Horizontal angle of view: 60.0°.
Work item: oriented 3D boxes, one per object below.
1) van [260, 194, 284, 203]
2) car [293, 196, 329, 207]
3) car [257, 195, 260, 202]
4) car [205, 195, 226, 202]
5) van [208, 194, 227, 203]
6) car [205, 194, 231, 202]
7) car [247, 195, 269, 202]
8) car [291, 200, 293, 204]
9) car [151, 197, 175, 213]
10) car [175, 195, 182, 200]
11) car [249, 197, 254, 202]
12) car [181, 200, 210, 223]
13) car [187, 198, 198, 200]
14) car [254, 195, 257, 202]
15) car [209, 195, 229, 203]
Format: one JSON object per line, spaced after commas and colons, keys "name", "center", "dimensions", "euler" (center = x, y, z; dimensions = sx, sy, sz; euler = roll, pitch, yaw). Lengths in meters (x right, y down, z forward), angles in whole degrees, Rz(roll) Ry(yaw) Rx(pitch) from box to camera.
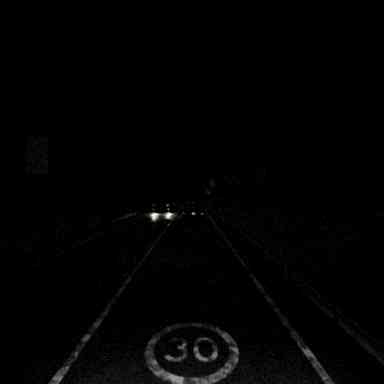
{"name": "van", "center": [18.420, 1.465, 75.539], "dimensions": [4.442, 1.987, 1.878], "euler": [0, -1, 0]}
{"name": "car", "center": [18.748, 1.393, 51.573], "dimensions": [4.553, 1.767, 2.185], "euler": [0, 0, 0]}
{"name": "car", "center": [18.699, 1.739, 78.331], "dimensions": [5.366, 1.575, 1.946], "euler": [0, -1, 0]}
{"name": "car", "center": [6.185, 1.726, 88.233], "dimensions": [5.566, 2.045, 2.435], "euler": [0, -2, -1]}
{"name": "van", "center": [6.331, 1.593, 82.043], "dimensions": [4.442, 1.987, 1.878], "euler": [0, -1, 0]}
{"name": "car", "center": [6.079, 1.694, 76.082], "dimensions": [5.366, 1.575, 1.946], "euler": [0, -1, 0]}
{"name": "car", "center": [18.347, 1.851, 92.171], "dimensions": [5.566, 2.045, 2.435], "euler": [0, -2, -1]}
{"name": "car", "center": [18.677, 1.564, 54.743], "dimensions": [4.674, 1.452, 2.002], "euler": [0, 0, 0]}
{"name": "car", "center": [-3.351, 1.407, 37.822], "dimensions": [2.097, 1.767, 4.553], "euler": [0, 0, 0]}
{"name": "car", "center": [-3.300, 1.447, 78.284], "dimensions": [1.882, 1.535, 5.008], "euler": [0, -1, 0]}
{"name": "car", "center": [18.417, 1.685, 86.712], "dimensions": [5.566, 2.045, 2.435], "euler": [0, -2, -1]}
{"name": "car", "center": [0.096, 1.585, 25.953], "dimensions": [2.033, 1.411, 5.357], "euler": [0, 0, 0]}
{"name": "car", "center": [0.093, 1.554, 43.028], "dimensions": [2.128, 1.511, 4.902], "euler": [0, 0, 0]}
{"name": "car", "center": [18.677, 1.794, 80.992], "dimensions": [5.366, 1.575, 1.946], "euler": [0, -1, 0]}
{"name": "car", "center": [6.271, 1.625, 79.004], "dimensions": [4.553, 1.767, 2.185], "euler": [0, -1, 0]}
